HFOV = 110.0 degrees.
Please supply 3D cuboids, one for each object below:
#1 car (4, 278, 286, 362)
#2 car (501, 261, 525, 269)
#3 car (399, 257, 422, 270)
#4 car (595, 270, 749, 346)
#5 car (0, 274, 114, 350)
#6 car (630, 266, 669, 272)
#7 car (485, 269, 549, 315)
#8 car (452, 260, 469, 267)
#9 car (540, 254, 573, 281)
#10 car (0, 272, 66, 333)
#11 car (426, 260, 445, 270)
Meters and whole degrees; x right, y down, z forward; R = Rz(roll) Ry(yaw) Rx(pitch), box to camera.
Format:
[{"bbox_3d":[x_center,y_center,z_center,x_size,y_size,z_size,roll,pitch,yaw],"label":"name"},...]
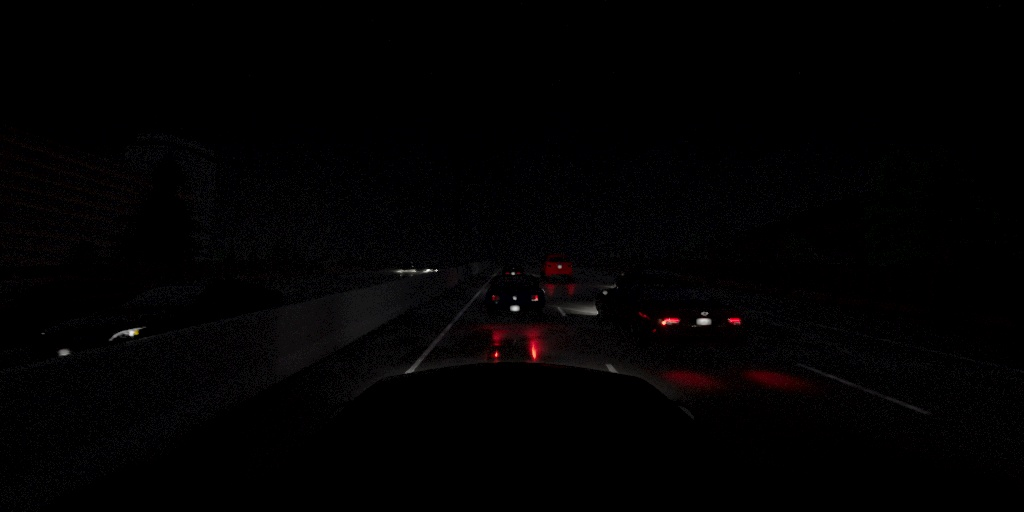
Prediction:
[{"bbox_3d":[-7.101,1.257,8.019,1.812,1.442,4.674,0,0,0],"label":"car"},{"bbox_3d":[0.092,1.173,30.923,1.837,1.490,4.892,0,0,0],"label":"car"},{"bbox_3d":[-14.087,0.967,49.795,2.097,1.767,4.553,0,0,0],"label":"car"},{"bbox_3d":[3.597,1.275,9.231,2.033,1.411,5.357,0,0,0],"label":"car"},{"bbox_3d":[-10.601,1.209,7.976,1.882,1.535,5.008,0,0,0],"label":"car"},{"bbox_3d":[7.089,1.249,18.910,2.033,1.411,5.357,0,0,0],"label":"car"},{"bbox_3d":[0.097,1.317,13.272,1.895,1.301,4.718,0,0,0],"label":"car"},{"bbox_3d":[-7.091,1.216,49.733,1.895,1.301,4.718,0,0,0],"label":"car"},{"bbox_3d":[3.594,0.893,29.605,2.150,2.045,5.566,0,0,0],"label":"car"},{"bbox_3d":[-14.101,1.235,8.154,1.837,1.490,4.892,0,0,0],"label":"car"},{"bbox_3d":[-10.588,1.179,49.779,1.994,1.385,4.181,0,0,0],"label":"car"}]
